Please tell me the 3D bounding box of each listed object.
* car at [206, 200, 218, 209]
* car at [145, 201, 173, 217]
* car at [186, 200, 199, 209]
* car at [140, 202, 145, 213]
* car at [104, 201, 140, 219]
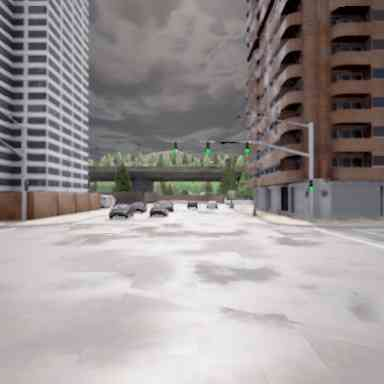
[{"bbox_3d":[3.495,2.205,57.979,1.812,1.442,4.674,0,-1,0],"label":"car"},{"bbox_3d":[-3.602,1.983,37.117,2.033,1.411,5.357,0,-1,0],"label":"car"},{"bbox_3d":[0.095,2.185,58.101,1.837,1.490,4.892,0,-1,0],"label":"car"},{"bbox_3d":[-7.093,2.070,44.599,2.033,1.411,5.357,0,-1,0],"label":"car"},{"bbox_3d":[-7.103,1.949,34.247,2.033,1.411,5.357,0,-1,0],"label":"car"}]
